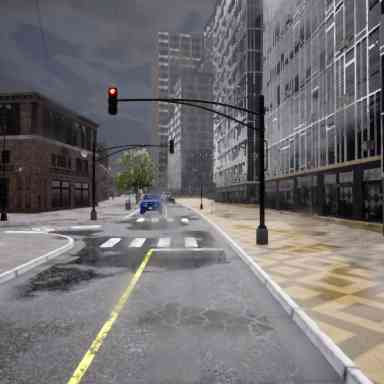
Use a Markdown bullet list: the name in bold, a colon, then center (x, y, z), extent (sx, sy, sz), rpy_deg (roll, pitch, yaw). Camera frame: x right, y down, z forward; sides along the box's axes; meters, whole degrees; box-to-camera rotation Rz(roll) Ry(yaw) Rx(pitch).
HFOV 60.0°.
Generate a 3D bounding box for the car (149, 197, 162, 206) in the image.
- **car**: center (-6.046, 1.556, 54.931), extent (1.994, 1.385, 4.181), rpy_deg (0, 0, -6)

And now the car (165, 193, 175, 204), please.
- **car**: center (-4.306, 1.498, 64.333), extent (1.837, 1.490, 4.892), rpy_deg (0, 0, -8)

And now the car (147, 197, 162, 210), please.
- **car**: center (-5.021, 1.472, 44.934), extent (1.882, 1.535, 5.008), rpy_deg (0, 0, -6)

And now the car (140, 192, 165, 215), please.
- **car**: center (-4.176, 1.220, 34.735), extent (2.150, 2.045, 5.566), rpy_deg (0, 0, -4)
